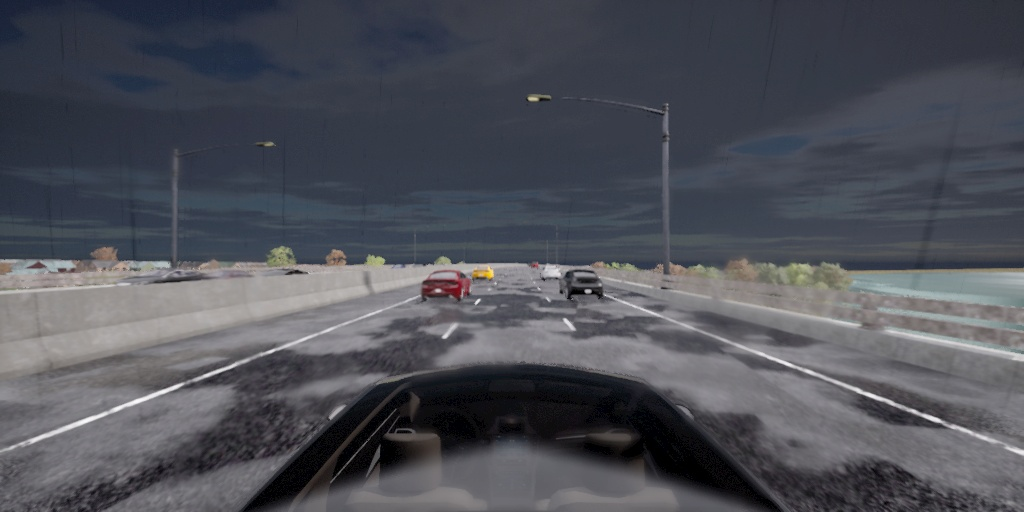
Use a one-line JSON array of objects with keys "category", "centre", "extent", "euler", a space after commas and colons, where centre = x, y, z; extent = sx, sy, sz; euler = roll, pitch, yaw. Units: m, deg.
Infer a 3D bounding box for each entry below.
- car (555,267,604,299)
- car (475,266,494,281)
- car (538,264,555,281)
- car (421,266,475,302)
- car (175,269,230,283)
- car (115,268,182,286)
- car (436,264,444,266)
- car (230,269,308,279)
[{"category": "car", "centre": [3.718, 1.504, 19.824], "extent": [1.837, 1.490, 4.892], "euler": [0, -1, 1]}, {"category": "car", "centre": [-2.987, 1.737, 37.735], "extent": [1.882, 1.535, 5.008], "euler": [0, -1, 1]}, {"category": "car", "centre": [3.995, 1.782, 37.402], "extent": [1.812, 1.442, 4.674], "euler": [0, -1, 1]}, {"category": "car", "centre": [-3.295, 1.460, 18.715], "extent": [1.882, 1.535, 5.008], "euler": [0, -1, 1]}, {"category": "car", "centre": [-17.456, 1.589, 21.906], "extent": [1.994, 1.385, 4.181], "euler": [0, -1, 1]}, {"category": "car", "centre": [-20.959, 1.515, 21.780], "extent": [2.128, 1.511, 4.902], "euler": [0, -1, 1]}, {"category": "car", "centre": [-12.859, 2.144, 63.651], "extent": [1.882, 1.535, 5.008], "euler": [0, -1, 2]}, {"category": "car", "centre": [-13.962, 1.526, 21.581], "extent": [1.837, 1.490, 4.892], "euler": [0, -1, 1]}]
